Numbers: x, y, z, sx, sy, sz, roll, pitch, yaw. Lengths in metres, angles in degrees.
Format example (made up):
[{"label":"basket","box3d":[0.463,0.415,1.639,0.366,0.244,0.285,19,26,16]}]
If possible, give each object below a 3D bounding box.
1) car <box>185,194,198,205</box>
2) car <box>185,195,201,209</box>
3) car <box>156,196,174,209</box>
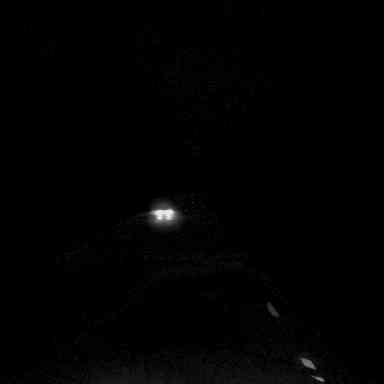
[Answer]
[{"label":"car","box3d":[-0.031,1.155,51.201,1.882,1.535,5.008,0,0,0]},{"label":"car","box3d":[0.080,1.281,41.108,2.033,1.411,5.357,0,0,0]},{"label":"car","box3d":[-3.116,1.235,39.545,2.128,1.511,4.902,0,0,0]}]
